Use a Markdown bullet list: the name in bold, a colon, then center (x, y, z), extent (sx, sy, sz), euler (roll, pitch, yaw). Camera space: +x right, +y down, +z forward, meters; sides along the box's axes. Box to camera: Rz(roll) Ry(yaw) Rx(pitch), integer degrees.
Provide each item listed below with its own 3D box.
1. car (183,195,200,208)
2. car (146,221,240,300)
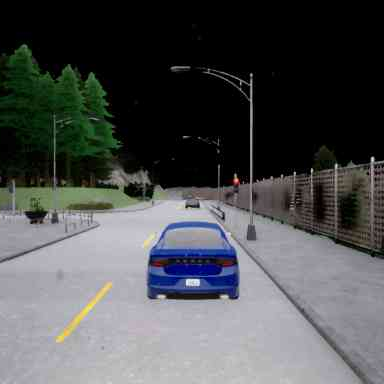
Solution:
- **car**: center (0.080, 1.564, 47.945), extent (1.994, 1.385, 4.181), euler (0, 0, 0)
- **car**: center (0.037, 1.478, 8.457), extent (1.882, 1.535, 5.008), euler (0, 0, 1)
